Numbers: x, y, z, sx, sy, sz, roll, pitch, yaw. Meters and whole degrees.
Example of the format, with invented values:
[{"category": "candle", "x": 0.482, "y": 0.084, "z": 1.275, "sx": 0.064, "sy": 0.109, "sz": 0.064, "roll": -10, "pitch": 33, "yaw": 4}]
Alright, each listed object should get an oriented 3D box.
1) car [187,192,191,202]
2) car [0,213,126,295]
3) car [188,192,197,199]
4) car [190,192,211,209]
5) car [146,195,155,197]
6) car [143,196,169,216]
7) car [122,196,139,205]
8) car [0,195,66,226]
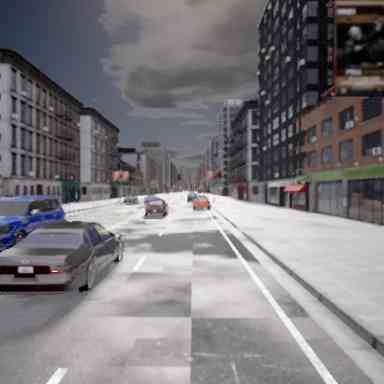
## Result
[{"category": "car", "x": 0.052, "y": 1.197, "z": 63.429, "sx": 1.837, "sy": 1.490, "sz": 4.892, "roll": 0, "pitch": 0, "yaw": 1}, {"category": "car", "x": -3.146, "y": 1.509, "z": 8.800, "sx": 2.033, "sy": 1.411, "sz": 5.357, "roll": 0, "pitch": 0, "yaw": 0}, {"category": "car", "x": 0.035, "y": 0.790, "z": 77.306, "sx": 2.097, "sy": 1.767, "sz": 4.553, "roll": 0, "pitch": 0, "yaw": 0}, {"category": "car", "x": 1.155, "y": 1.165, "z": 40.961, "sx": 2.097, "sy": 1.767, "sz": 4.553, "roll": 0, "pitch": 0, "yaw": 0}, {"category": "car", "x": -6.540, "y": 1.226, "z": 53.082, "sx": 1.882, "sy": 1.535, "sz": 5.008, "roll": 0, "pitch": 0, "yaw": 0}, {"category": "car", "x": -3.137, "y": 1.393, "z": 30.220, "sx": 1.812, "sy": 1.442, "sz": 4.674, "roll": 0, "pitch": 0, "yaw": 0}, {"category": "car", "x": -9.782, "y": 1.294, "z": 53.518, "sx": 2.033, "sy": 1.411, "sz": 5.357, "roll": 0, "pitch": 0, "yaw": 1}, {"category": "car", "x": -6.593, "y": 1.168, "z": 12.512, "sx": 2.150, "sy": 2.045, "sz": 5.566, "roll": 0, "pitch": 0, "yaw": 0}]
